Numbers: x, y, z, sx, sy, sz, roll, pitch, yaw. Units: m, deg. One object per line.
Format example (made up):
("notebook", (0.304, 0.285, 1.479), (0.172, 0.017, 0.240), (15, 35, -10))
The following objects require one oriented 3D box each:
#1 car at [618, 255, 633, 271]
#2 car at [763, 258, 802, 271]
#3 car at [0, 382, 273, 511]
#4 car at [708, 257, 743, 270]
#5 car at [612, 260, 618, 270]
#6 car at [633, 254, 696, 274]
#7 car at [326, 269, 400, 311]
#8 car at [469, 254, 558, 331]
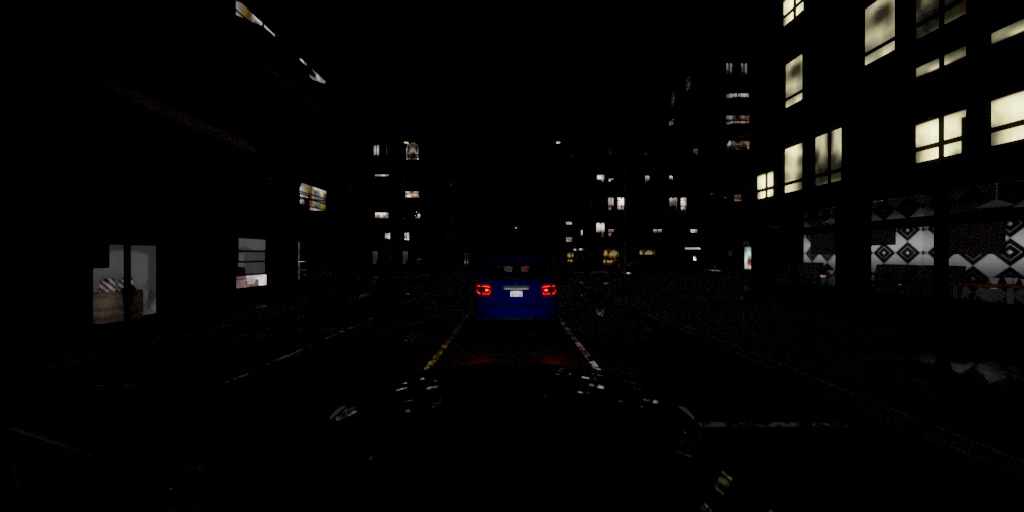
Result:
("car", (14.993, 0.924, 40.097), (5.008, 1.535, 1.882), (-1, 0, 0))
("car", (25.834, 0.821, 34.392), (4.313, 1.339, 1.948), (0, 0, 0))
("car", (-3.098, 1.351, 0.986), (1.895, 1.301, 4.718), (0, 0, 0))
("car", (25.372, 0.799, 40.176), (5.357, 1.411, 2.033), (-1, 0, 0))
("car", (14.614, 0.763, 42.684), (5.009, 1.841, 2.192), (0, 0, 0))
("car", (14.741, 0.777, 34.305), (5.009, 1.841, 2.192), (0, 0, 0))
("car", (-5.728, 1.331, 14.344), (1.802, 1.307, 4.207), (0, 0, 0))
("car", (0.107, 0.972, 11.067), (2.150, 2.045, 5.566), (0, 0, 0))
